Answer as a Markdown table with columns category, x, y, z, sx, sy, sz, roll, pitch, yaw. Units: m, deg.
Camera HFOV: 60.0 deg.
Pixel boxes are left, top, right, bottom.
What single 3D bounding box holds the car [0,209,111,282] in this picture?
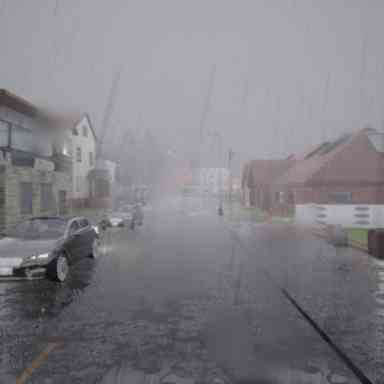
| category | x | y | z | sx | sy | sz | roll | pitch | yaw |
| --- | --- | --- | --- | --- | --- | --- | --- | --- | --- |
| car | -4.102 | 1.460 | 9.717 | 2.128 | 1.511 | 4.902 | 0 | 0 | 0 |

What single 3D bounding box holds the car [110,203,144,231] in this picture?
| category | x | y | z | sx | sy | sz | roll | pitch | yaw |
| --- | --- | --- | --- | --- | --- | --- | --- | --- | --- |
| car | -4.092 | 1.423 | 20.227 | 2.128 | 1.511 | 4.902 | 0 | 0 | 0 |
